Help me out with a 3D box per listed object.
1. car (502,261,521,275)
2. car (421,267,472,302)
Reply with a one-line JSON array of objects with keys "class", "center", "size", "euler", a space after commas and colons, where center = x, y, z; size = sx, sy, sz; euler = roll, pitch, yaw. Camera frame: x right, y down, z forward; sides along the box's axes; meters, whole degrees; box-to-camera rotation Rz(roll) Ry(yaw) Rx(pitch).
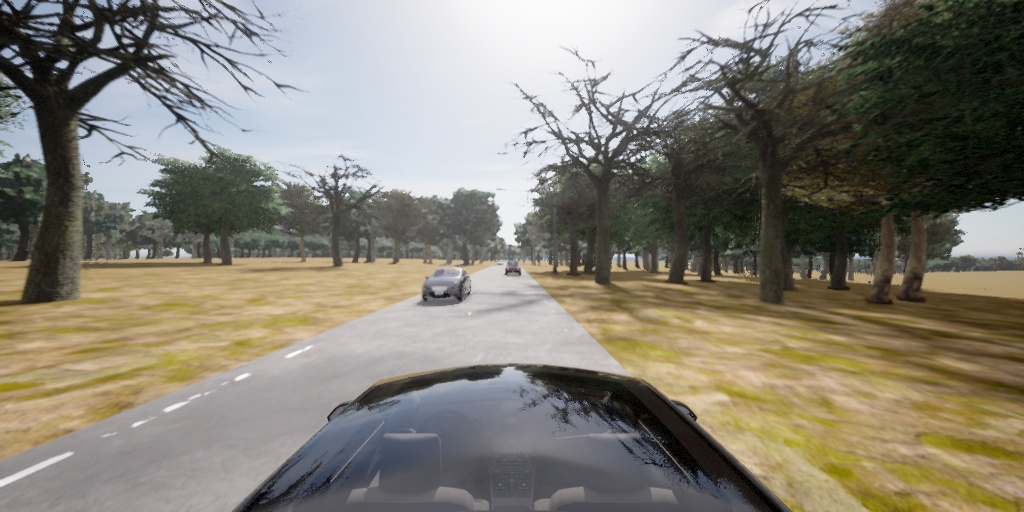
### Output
[{"class": "car", "center": [0.117, 1.557, 43.190], "size": [1.895, 1.301, 4.718], "euler": [0, 0, 0]}, {"class": "car", "center": [-3.094, 1.317, 17.687], "size": [2.128, 1.511, 4.902], "euler": [0, 0, 0]}]
